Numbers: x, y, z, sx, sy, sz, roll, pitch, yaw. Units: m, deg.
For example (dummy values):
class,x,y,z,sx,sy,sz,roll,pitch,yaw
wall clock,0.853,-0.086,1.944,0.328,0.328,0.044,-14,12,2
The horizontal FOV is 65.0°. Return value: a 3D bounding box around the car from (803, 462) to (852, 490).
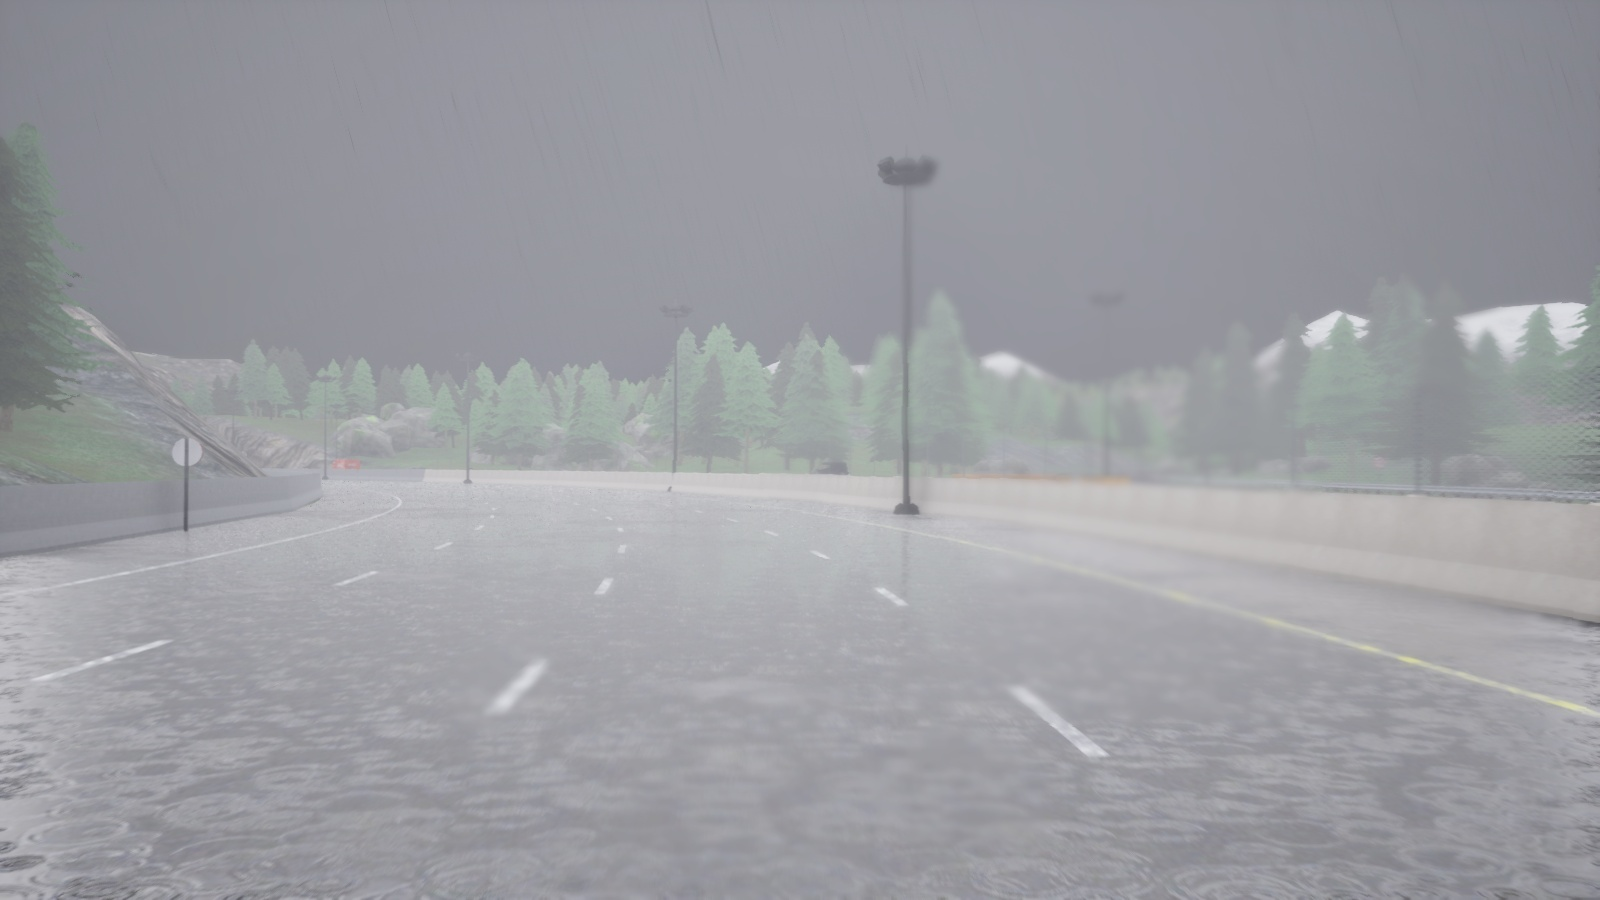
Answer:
class,x,y,z,sx,sy,sz,roll,pitch,yaw
car,1.871,1.798,87.122,1.905,1.878,3.866,0,-1,-25
